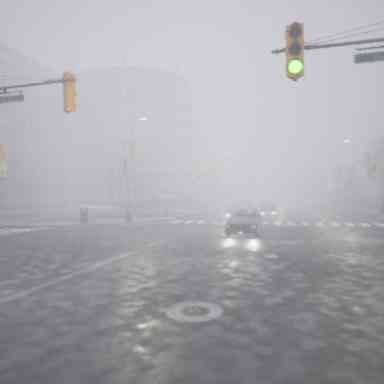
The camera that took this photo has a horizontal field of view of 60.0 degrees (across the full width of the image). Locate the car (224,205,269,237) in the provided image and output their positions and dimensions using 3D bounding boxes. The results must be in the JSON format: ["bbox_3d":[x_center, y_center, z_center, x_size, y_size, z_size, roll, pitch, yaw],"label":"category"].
[{"bbox_3d":[3.157,1.691,19.426,2.033,1.411,5.357,-1,-1,16],"label":"car"}]

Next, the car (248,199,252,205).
[{"bbox_3d":[9.171,1.912,56.774,2.128,1.511,4.902,-1,-1,6],"label":"car"}]

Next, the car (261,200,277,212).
[{"bbox_3d":[10.221,1.821,44.421,1.812,1.442,4.674,-1,0,16],"label":"car"}]

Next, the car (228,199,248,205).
[{"bbox_3d":[5.493,1.841,41.177,1.812,1.442,4.674,-1,0,16],"label":"car"}]

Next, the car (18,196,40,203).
[{"bbox_3d":[-37.967,2.022,77.502,5.566,2.045,2.435,-1,-1,15],"label":"car"}]
